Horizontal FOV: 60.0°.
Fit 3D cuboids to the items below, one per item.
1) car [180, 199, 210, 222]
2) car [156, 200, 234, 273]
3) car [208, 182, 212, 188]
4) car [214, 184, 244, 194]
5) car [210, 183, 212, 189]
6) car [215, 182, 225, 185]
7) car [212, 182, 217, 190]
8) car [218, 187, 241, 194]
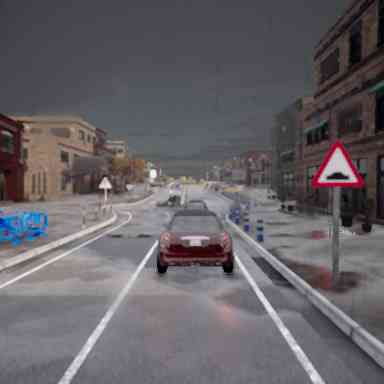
[{"bbox_3d":[0.349,1.337,25.884,2.033,1.411,5.357,0,1,3],"label":"car"},{"bbox_3d":[0.082,1.325,10.800,2.097,1.767,4.553,0,0,0],"label":"car"},{"bbox_3d":[7.778,-1.387,93.312,5.008,1.535,2.097,0,2,-1],"label":"car"},{"bbox_3d":[7.912,-0.274,68.532,5.366,1.575,1.946,0,3,-1],"label":"car"},{"bbox_3d":[7.886,-1.046,85.052,4.892,1.521,2.231,0,2,-1],"label":"car"},{"bbox_3d":[7.994,-0.669,74.034,4.553,1.767,2.185,0,3,-1],"label":"car"},{"bbox_3d":[8.019,-0.926,76.781,5.566,2.045,2.435,0,3,-1],"label":"car"},{"bbox_3d":[8.065,-0.369,71.291,4.674,1.452,2.002,0,3,-1],"label":"car"}]
